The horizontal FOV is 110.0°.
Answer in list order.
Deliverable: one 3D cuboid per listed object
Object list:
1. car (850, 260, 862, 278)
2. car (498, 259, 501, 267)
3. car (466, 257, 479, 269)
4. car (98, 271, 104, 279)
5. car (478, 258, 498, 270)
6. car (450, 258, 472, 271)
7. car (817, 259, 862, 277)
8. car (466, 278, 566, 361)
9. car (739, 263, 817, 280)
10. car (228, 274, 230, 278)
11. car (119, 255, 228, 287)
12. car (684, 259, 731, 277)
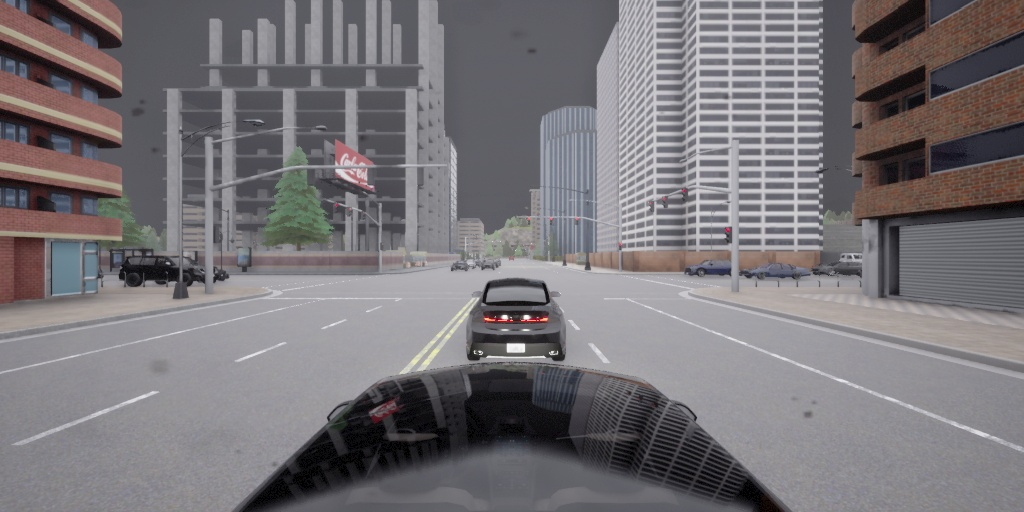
[{"bbox_3d":[32.724,1.314,31.217,4.181,1.385,1.994,0,0,0],"label":"car"},{"bbox_3d":[-3.274,1.227,60.977,1.882,1.535,5.008,0,0,1],"label":"car"},{"bbox_3d":[-6.808,1.275,56.609,1.812,1.442,4.674,0,0,0],"label":"car"},{"bbox_3d":[-34.871,1.297,27.514,5.357,1.411,2.033,0,0,0],"label":"car"},{"bbox_3d":[-3.341,1.256,51.183,1.837,1.490,4.892,0,0,0],"label":"car"},{"bbox_3d":[-6.861,1.314,47.546,1.994,1.385,4.181,0,0,0],"label":"car"},{"bbox_3d":[31.668,1.255,34.715,4.892,1.490,1.837,0,0,0],"label":"car"},{"bbox_3d":[0.095,1.255,8.268,1.837,1.490,4.892,0,0,1],"label":"car"},{"bbox_3d":[22.812,1.297,31.229,5.357,1.411,2.033,0,0,0],"label":"car"},{"bbox_3d":[-24.285,1.314,27.515,4.181,1.385,1.994,0,0,0],"label":"car"},{"bbox_3d":[-22.808,0.972,24.015,5.566,2.045,2.150,0,0,0],"label":"car"},{"bbox_3d":[19.222,1.102,34.728,4.553,1.767,2.097,0,0,0],"label":"car"}]
